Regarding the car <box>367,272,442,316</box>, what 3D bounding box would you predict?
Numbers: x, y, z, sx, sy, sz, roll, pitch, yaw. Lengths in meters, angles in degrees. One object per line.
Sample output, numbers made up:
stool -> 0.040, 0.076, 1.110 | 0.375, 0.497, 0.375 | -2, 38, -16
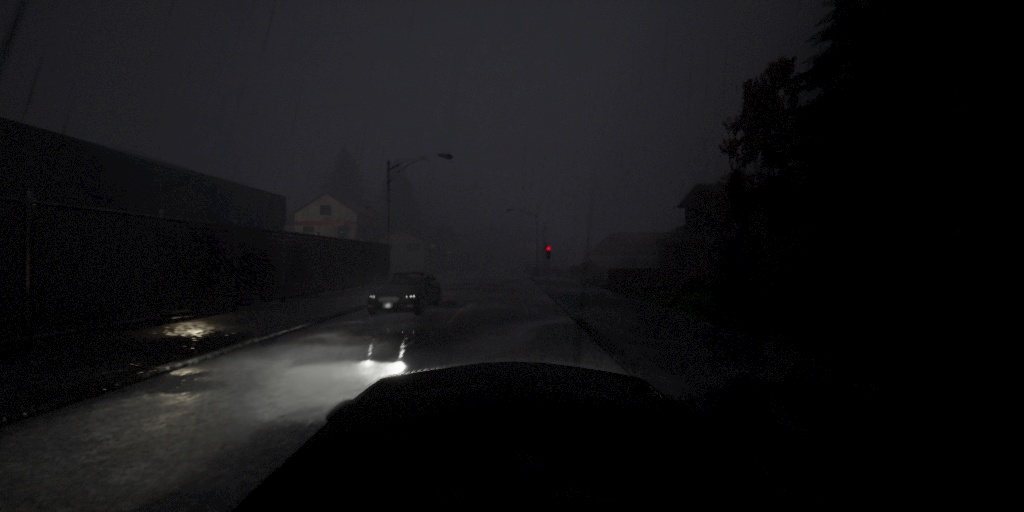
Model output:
car -> -4.033, 1.378, 14.150 | 2.128, 1.511, 4.902 | 0, -1, 1
